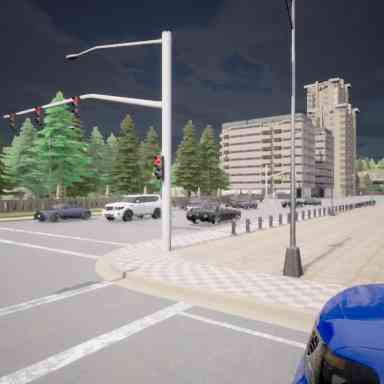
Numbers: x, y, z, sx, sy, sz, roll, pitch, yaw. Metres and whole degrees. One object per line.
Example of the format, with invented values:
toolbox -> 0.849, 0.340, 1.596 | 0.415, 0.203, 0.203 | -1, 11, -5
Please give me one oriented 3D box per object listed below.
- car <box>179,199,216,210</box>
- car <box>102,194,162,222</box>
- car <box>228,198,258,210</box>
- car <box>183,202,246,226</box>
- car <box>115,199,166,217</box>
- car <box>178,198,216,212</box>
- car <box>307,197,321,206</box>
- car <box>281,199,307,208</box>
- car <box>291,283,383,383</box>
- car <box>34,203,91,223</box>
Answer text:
car -> 1.120, 1.491, 35.239 | 2.128, 1.511, 4.902 | 0, 0, 36
car -> -4.644, 1.221, 27.159 | 2.150, 2.045, 5.566 | 0, 0, 35
car -> 6.945, 1.564, 43.382 | 1.994, 1.385, 4.181 | 0, 0, 36
car -> 1.701, 1.601, 23.658 | 1.895, 1.301, 4.718 | 0, 0, 36
car -> -4.974, 1.491, 32.725 | 2.128, 1.511, 4.902 | 0, 0, 35
car -> 0.702, 1.547, 40.682 | 2.033, 1.411, 5.357 | 0, 0, 36
car -> 20.229, 1.564, 55.678 | 1.994, 1.385, 4.181 | 0, 0, 35
car -> 14.446, 1.601, 47.568 | 1.895, 1.301, 4.718 | 0, 0, 35
car -> 3.361, 1.221, 1.569 | 5.566, 2.045, 2.150 | 0, 0, 36
car -> -9.937, 1.564, 25.765 | 1.994, 1.385, 4.181 | 0, 0, 35
